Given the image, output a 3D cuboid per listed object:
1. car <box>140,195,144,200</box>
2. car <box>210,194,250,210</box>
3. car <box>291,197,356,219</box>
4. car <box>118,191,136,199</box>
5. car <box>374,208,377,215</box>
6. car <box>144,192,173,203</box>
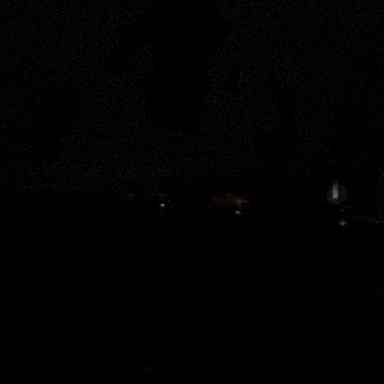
[{"bbox_3d":[-6.437,0.690,54.011,2.033,1.411,5.357,0,1,-35],"label":"car"},{"bbox_3d":[3.893,0.980,34.636,1.882,1.535,5.008,0,1,-36],"label":"car"},{"bbox_3d":[10.122,1.169,25.956,1.882,1.535,5.008,0,1,-36],"label":"car"},{"bbox_3d":[-12.092,0.540,61.796,1.994,1.385,4.181,0,1,-36],"label":"car"},{"bbox_3d":[15.532,1.405,23.407,1.895,1.301,4.718,1,1,-28],"label":"car"},{"bbox_3d":[-4.424,0.778,46.253,1.812,1.442,4.674,0,1,-35],"label":"car"}]
